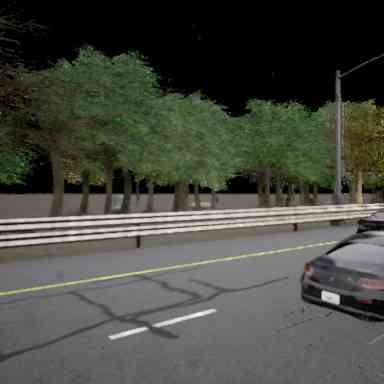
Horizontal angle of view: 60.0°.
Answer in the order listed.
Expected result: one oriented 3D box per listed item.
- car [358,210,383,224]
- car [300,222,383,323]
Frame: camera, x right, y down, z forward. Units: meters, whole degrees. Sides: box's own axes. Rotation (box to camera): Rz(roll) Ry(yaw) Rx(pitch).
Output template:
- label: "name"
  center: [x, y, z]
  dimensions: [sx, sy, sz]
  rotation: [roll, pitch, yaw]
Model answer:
- label: "car"
  center: [9.294, 1.482, 14.684]
  dimensions: [5.008, 1.535, 1.882]
  rotation: [0, 0, -36]
- label: "car"
  center: [4.093, 1.528, 6.672]
  dimensions: [4.674, 1.442, 1.812]
  rotation: [0, 0, -36]
